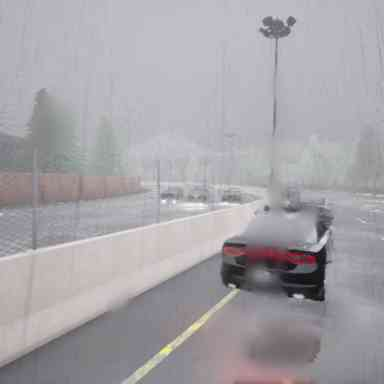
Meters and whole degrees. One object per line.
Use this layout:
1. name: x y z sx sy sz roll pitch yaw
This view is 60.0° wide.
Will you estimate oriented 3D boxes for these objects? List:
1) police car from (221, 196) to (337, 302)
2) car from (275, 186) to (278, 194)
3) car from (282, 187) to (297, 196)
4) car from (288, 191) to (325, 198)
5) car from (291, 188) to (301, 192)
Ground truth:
1. police car: 2.309 1.137 7.951 1.930 1.638 5.238 2 2 25
2. car: 13.184 -0.551 56.947 1.882 1.535 5.008 1 2 -6
3. car: 12.726 0.083 42.179 2.033 1.411 5.357 1 2 5
4. car: 6.119 0.916 17.145 1.837 1.490 4.892 2 2 20
5. car: 7.987 0.721 22.887 1.837 1.490 4.892 1 2 16
